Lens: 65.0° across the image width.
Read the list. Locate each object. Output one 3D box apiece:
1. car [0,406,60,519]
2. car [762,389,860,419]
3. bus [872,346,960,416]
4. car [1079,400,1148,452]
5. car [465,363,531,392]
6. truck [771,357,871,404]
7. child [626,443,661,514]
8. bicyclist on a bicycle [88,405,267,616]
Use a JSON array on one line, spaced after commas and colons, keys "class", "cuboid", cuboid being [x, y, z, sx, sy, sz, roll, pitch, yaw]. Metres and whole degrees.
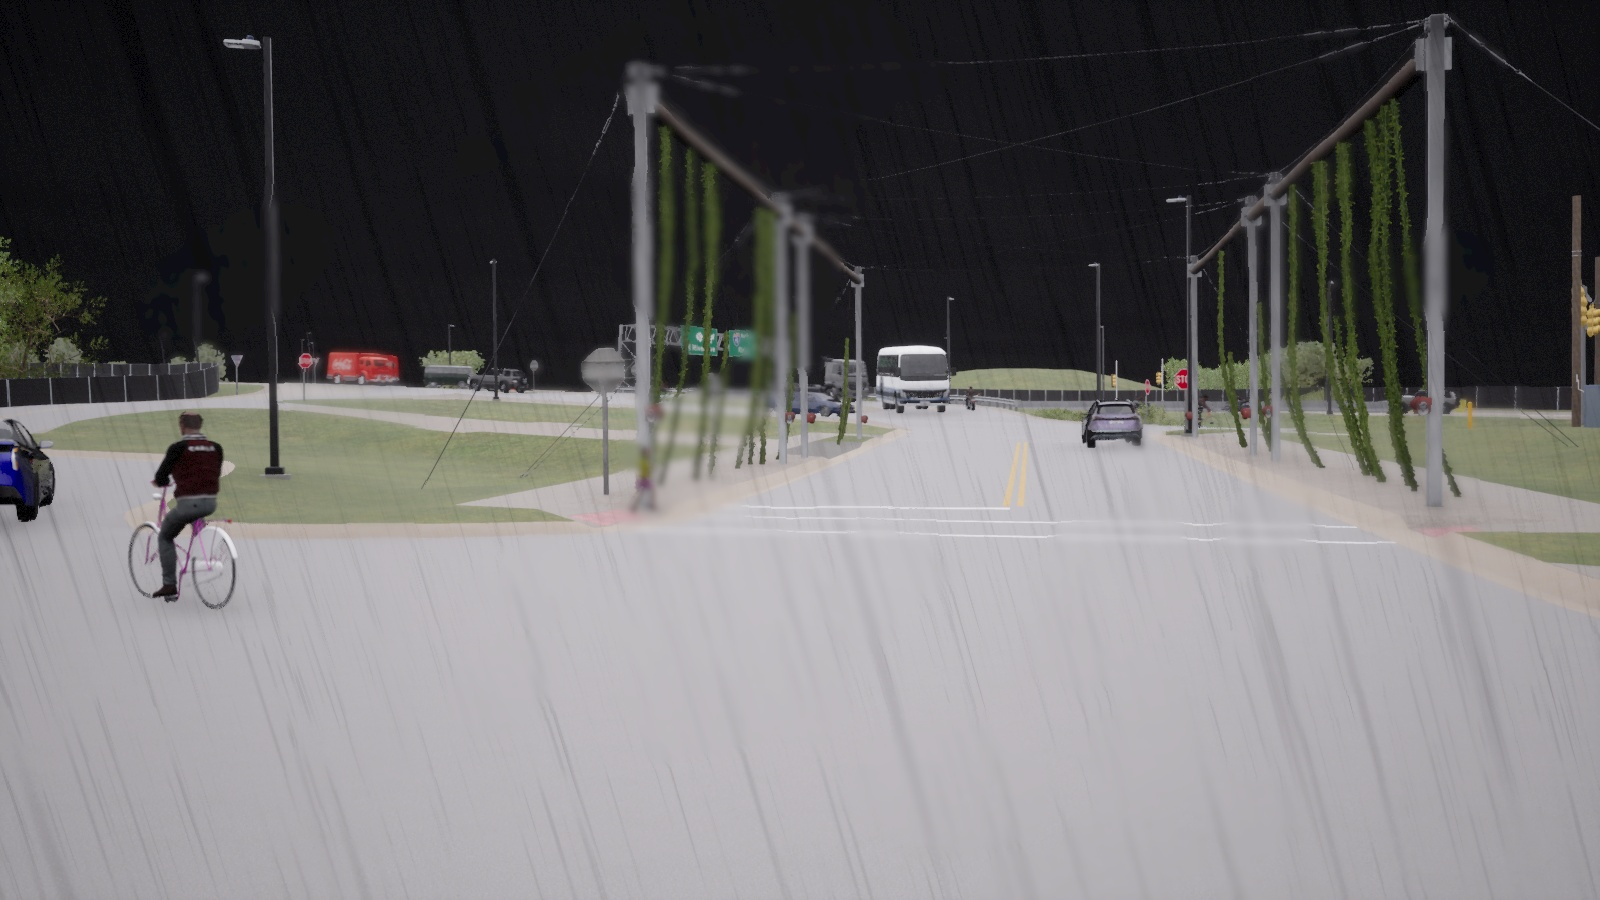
[{"class": "car", "cuboid": [-12.748, 0.116, 19.428, 2.007, 1.525, 4.514, -1, 3, -28]}, {"class": "car", "cuboid": [0.616, -2.634, 71.726, 5.357, 1.411, 2.033, 5, 4, 35]}, {"class": "bus", "cuboid": [7.358, -4.582, 81.737, 3.944, 4.253, 10.273, 0, 4, -5]}, {"class": "car", "cuboid": [10.989, -0.901, 44.283, 2.033, 1.649, 4.856, 0, 3, 10]}, {"class": "car", "cuboid": [-22.083, -5.278, 91.798, 4.605, 1.855, 1.932, 5, 4, 29]}, {"class": "truck", "cuboid": [1.588, -5.534, 99.090, 7.936, 3.462, 2.891, 5, 5, 42]}, {"class": "child", "cuboid": [-2.587, 0.469, 20.776, 0.473, 1.160, 0.299, 0, 1, 27]}, {"class": "bicyclist on a bicycle", "cuboid": [-5.679, 0.488, 11.413, 1.843, 1.776, 0.659, 2, 2, 36]}]
